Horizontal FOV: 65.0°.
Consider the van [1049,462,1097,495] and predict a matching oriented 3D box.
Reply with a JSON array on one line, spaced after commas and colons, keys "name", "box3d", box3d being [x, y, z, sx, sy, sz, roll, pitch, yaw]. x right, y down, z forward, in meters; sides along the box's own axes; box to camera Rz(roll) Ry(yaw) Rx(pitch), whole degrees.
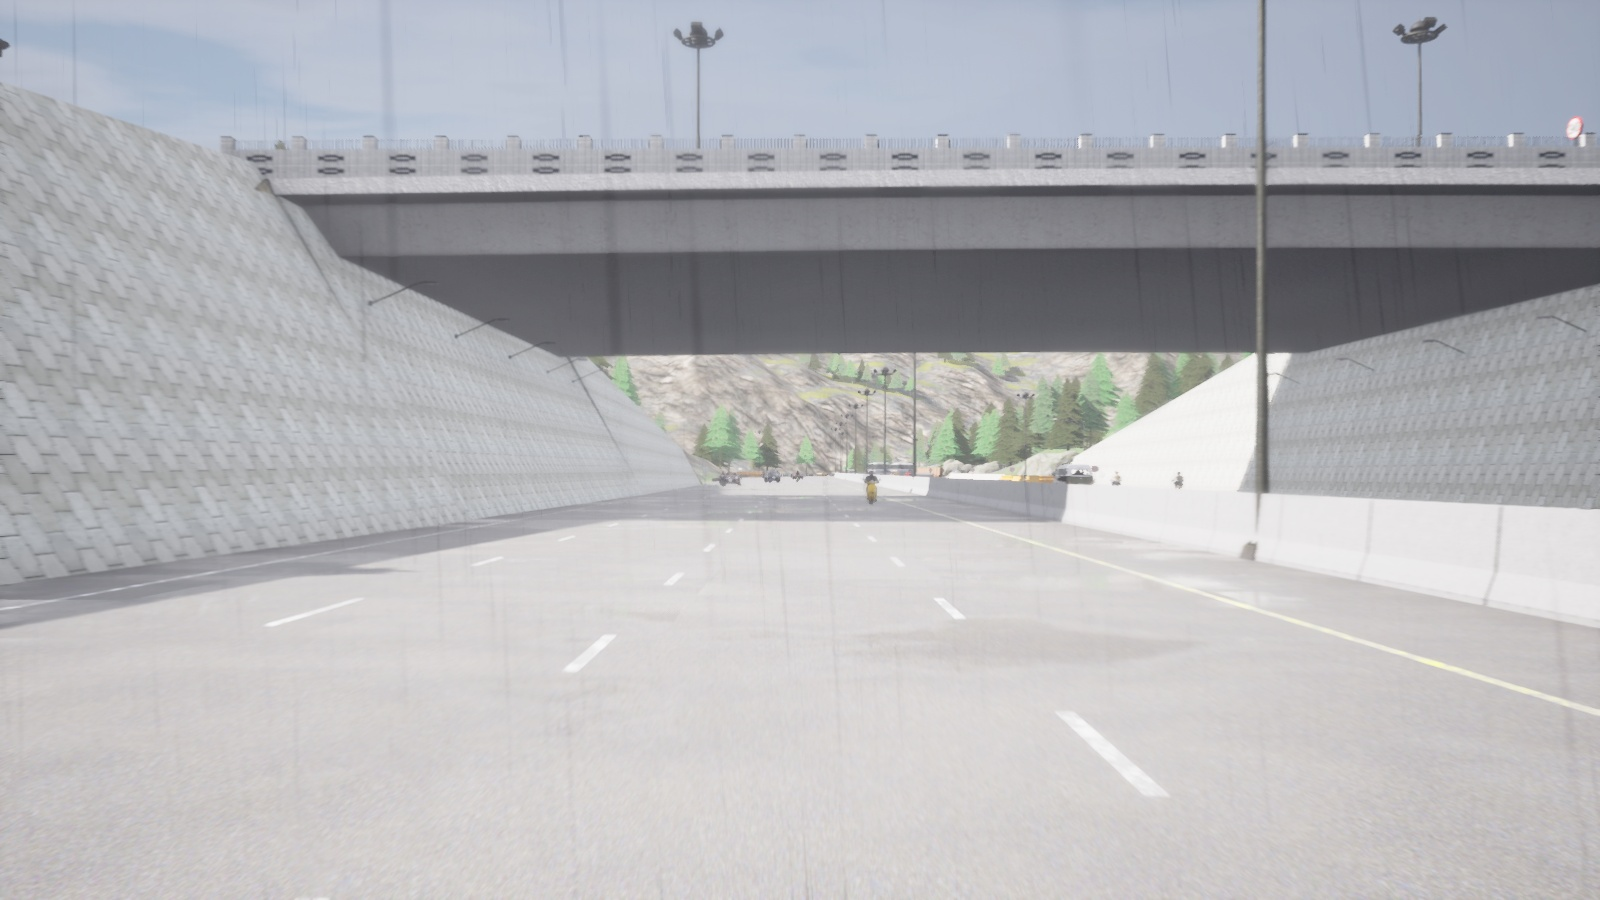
[{"name": "van", "box3d": [17.326, 1.802, 79.946, 2.069, 2.038, 4.480, 0, -1, 0]}]

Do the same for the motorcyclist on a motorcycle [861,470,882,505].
[{"name": "motorcyclist on a motorcycle", "box3d": [3.358, 1.735, 58.778, 0.866, 1.590, 1.817, 0, -1, 0]}]
